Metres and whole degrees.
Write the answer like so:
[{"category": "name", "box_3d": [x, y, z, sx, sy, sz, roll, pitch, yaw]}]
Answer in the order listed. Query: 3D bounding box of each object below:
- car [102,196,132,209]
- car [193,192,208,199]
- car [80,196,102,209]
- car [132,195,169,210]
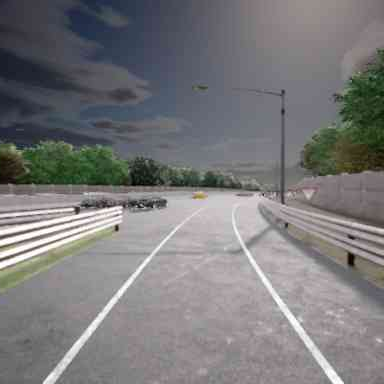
[{"category": "car", "box_3d": [-7.477, 1.179, 37.774, 2.033, 1.411, 5.357, 0, 1, 22]}, {"category": "car", "box_3d": [1.793, 0.736, 69.859, 1.882, 1.535, 5.008, 0, 0, 22]}, {"category": "car", "box_3d": [-10.719, 1.174, 39.093, 2.033, 1.411, 5.357, 0, 1, 22]}, {"category": "car", "box_3d": [-4.237, 1.125, 36.455, 1.837, 1.490, 4.892, 0, 1, 22]}]
